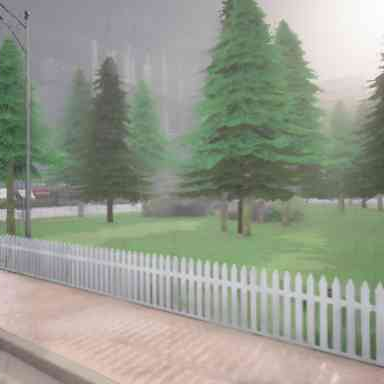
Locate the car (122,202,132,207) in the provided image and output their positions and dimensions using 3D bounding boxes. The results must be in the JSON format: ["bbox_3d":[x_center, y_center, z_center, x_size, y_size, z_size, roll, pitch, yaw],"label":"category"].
[{"bbox_3d":[-11.436,2.060,63.706,1.994,1.385,4.181,-1,-1,34],"label":"car"}]
